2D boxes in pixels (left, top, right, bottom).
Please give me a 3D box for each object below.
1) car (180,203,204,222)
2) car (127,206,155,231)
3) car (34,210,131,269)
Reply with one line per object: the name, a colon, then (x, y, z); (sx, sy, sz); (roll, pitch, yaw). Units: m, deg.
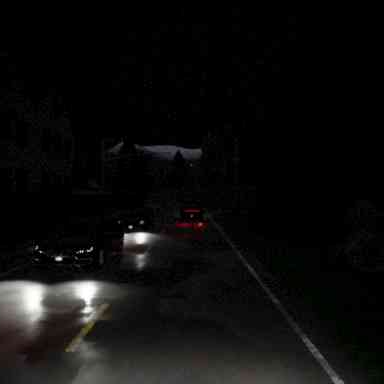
car: (-0.002, 1.644, 27.867); (2.128, 1.511, 4.902); (0, 0, 0)
car: (-3.556, 1.669, 22.075); (2.033, 1.411, 5.357); (0, 0, 0)
car: (-3.591, 1.568, 11.415); (1.837, 1.490, 4.892); (0, 0, 0)
